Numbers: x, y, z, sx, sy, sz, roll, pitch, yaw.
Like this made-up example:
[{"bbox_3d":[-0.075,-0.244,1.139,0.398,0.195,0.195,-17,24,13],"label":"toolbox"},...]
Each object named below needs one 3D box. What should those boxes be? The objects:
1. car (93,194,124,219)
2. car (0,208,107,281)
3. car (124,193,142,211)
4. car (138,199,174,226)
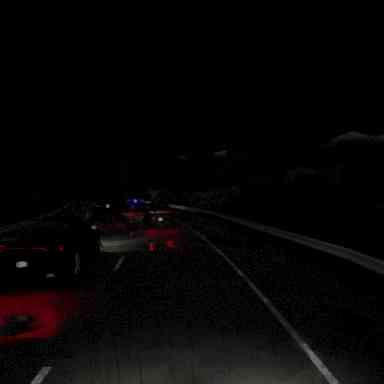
[{"bbox_3d":[-7.210,1.192,28.444,2.150,2.045,5.566,0,0,-14],"label":"car"},{"bbox_3d":[-4.037,1.470,9.957,1.882,1.535,5.008,0,0,-5],"label":"car"},{"bbox_3d":[-7.382,1.174,40.765,2.150,2.045,5.566,0,0,-19],"label":"car"},{"bbox_3d":[-2.408,1.461,22.886,2.128,1.511,4.902,0,0,-11],"label":"car"}]
